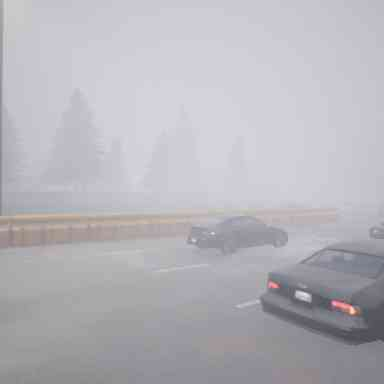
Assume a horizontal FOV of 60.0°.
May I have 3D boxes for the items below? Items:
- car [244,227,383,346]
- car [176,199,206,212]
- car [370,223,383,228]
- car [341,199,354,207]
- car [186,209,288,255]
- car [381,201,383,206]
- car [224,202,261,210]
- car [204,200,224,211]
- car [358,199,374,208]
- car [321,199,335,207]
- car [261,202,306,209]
[{"bbox_3d":[3.710,1.625,6.405,5.357,1.411,2.033,1,0,-35],"label":"car"},{"bbox_3d":[0.324,1.619,39.015,4.553,1.767,2.097,1,-1,-39],"label":"car"},{"bbox_3d":[10.301,1.804,15.487,4.718,1.301,1.895,1,0,-36],"label":"car"},{"bbox_3d":[31.516,2.229,67.305,2.128,1.511,4.902,0,0,36],"label":"car"},{"bbox_3d":[1.943,1.636,13.730,4.674,1.442,1.812,1,0,-35],"label":"car"},{"bbox_3d":[36.897,2.296,62.778,2.128,1.511,4.902,0,0,36],"label":"car"},{"bbox_3d":[5.881,1.890,34.483,4.718,1.301,1.895,1,-1,-40],"label":"car"},{"bbox_3d":[3.889,1.854,37.406,4.181,1.385,1.994,1,-1,-40],"label":"car"},{"bbox_3d":[33.512,2.108,64.044,2.097,1.767,4.553,0,0,36],"label":"car"},{"bbox_3d":[28.115,2.176,68.545,1.882,1.535,5.008,0,0,36],"label":"car"},{"bbox_3d":[9.395,1.790,32.895,5.008,1.535,1.882,1,0,-40],"label":"car"}]
